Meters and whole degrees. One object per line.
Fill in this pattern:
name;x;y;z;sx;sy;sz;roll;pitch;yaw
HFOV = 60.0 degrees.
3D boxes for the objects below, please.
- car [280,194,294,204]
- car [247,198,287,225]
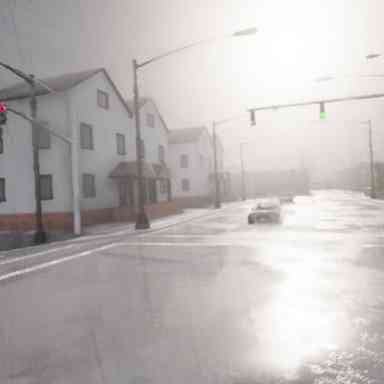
car;12.688;0.911;44.584;1.895;1.301;4.718;-3;0;19
car;4.847;1.395;21.733;1.994;1.385;4.181;-3;1;19
